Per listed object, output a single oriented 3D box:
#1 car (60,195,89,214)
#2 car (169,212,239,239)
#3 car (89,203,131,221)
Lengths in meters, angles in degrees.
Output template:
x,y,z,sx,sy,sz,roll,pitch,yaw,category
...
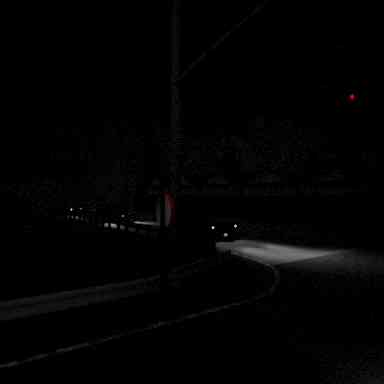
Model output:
x,y,z,sx,sy,sz,roll,pitch,yaw,category
-13.307,1.412,37.562,2.150,2.045,5.566,0,0,-34,car
0.378,1.793,18.086,1.895,1.301,4.718,0,0,-35,car
-6.881,1.698,28.420,1.837,1.490,4.892,0,0,-35,car
